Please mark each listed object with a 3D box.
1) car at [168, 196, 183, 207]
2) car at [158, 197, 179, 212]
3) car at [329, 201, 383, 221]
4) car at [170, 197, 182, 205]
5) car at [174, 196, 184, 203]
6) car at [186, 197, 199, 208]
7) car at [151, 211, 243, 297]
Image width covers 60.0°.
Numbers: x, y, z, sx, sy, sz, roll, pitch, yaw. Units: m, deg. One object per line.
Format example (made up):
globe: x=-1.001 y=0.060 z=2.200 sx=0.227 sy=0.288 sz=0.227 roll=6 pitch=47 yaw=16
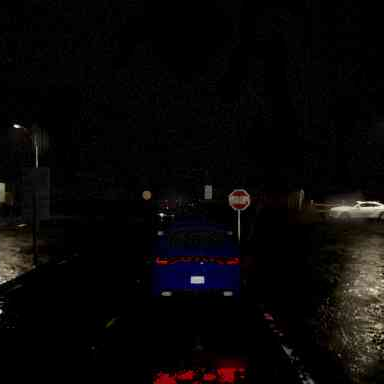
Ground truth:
car: x=-2.852 y=1.314 z=48.676 sx=2.097 sy=1.767 sz=4.553 roll=0 pitch=0 yaw=0
car: x=-2.729 y=1.540 z=37.730 sx=1.994 sy=1.385 sz=4.181 roll=0 pitch=0 yaw=-2
car: x=13.264 y=1.442 z=26.113 sx=4.674 sy=1.442 sz=1.812 roll=0 pitch=1 yaw=3
car: x=-2.842 y=1.548 z=59.877 sx=1.895 sy=1.301 sz=4.718 roll=0 pitch=0 yaw=0
car: x=-2.776 y=1.527 z=69.887 sx=1.895 sy=1.301 sz=4.718 roll=0 pitch=0 yaw=0
car: x=0.075 y=1.468 z=48.158 sx=1.837 sy=1.490 sz=4.892 roll=0 pitch=0 yaw=0
car: x=0.086 y=1.475 z=8.627 sx=1.882 sy=1.535 sz=5.008 roll=0 pitch=0 yaw=0
